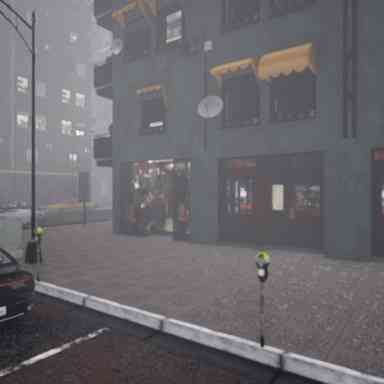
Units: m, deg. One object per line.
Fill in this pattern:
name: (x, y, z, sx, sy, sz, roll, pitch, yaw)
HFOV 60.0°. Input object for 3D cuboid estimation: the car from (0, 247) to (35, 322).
car: (-4.646, 1.546, 6.171, 4.403, 1.369, 2.008, 0, 0, 35)

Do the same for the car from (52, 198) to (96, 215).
car: (-11.160, 1.230, 30.595, 1.752, 1.417, 4.829, 1, 1, 35)

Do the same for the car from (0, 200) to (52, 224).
car: (-11.469, 1.427, 20.391, 1.895, 1.301, 4.718, 0, 1, 34)
